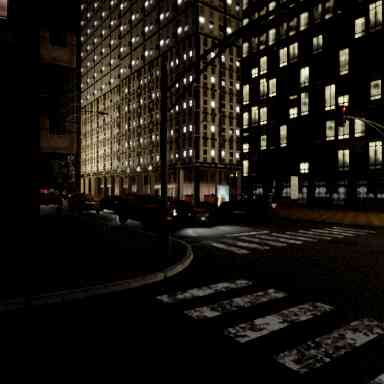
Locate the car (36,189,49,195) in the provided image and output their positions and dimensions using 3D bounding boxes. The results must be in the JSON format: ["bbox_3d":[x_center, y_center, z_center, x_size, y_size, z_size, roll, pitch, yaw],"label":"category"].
[{"bbox_3d":[-35.173,-0.011,78.027,1.887,1.381,4.507,1,0,-36],"label":"car"}]

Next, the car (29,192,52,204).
[{"bbox_3d":[-19.004,0.752,41.670,1.802,1.307,4.206,2,0,-36],"label":"car"}]

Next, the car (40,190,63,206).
[{"bbox_3d":[-15.733,0.827,37.192,2.008,1.369,4.403,2,0,-36],"label":"car"}]

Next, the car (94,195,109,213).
[{"bbox_3d":[-6.506,0.988,28.924,1.882,1.535,5.008,0,1,-36],"label":"car"}]

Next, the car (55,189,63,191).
[{"bbox_3d":[-19.482,0.509,52.121,2.128,1.511,4.902,0,1,-36],"label":"car"}]

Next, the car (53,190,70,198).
[{"bbox_3d":[-25.360,0.309,64.587,1.887,1.381,4.507,1,0,-36],"label":"car"}]

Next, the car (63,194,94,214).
[{"bbox_3d":[-9.193,1.067,28.234,1.802,1.307,4.206,2,0,-36],"label":"car"}]

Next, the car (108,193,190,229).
[{"bbox_3d":[-2.644,1.008,19.275,2.192,1.841,5.009,2,0,-36],"label":"car"}]

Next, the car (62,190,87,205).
[{"bbox_3d":[-12.404,0.813,37.018,2.128,1.511,4.902,0,1,-36],"label":"car"}]

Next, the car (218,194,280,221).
[{"bbox_3d":[4.087,1.027,24.266,2.192,1.841,5.009,1,0,-36],"label":"car"}]

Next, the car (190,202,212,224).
[{"bbox_3d":[-0.721,1.220,21.001,1.812,1.442,4.674,0,1,-36],"label":"car"}]

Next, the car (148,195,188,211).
[{"bbox_3d":[-2.462,1.070,33.227,1.947,1.339,4.313,1,0,-36],"label":"car"}]

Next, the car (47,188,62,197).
[{"bbox_3d":[-28.628,0.099,69.066,1.967,1.590,4.097,1,0,-36],"label":"car"}]

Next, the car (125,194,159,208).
[{"bbox_3d":[-5.733,0.966,37.707,1.947,1.339,4.313,1,0,-36],"label":"car"}]
